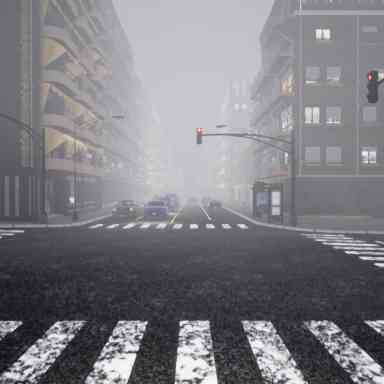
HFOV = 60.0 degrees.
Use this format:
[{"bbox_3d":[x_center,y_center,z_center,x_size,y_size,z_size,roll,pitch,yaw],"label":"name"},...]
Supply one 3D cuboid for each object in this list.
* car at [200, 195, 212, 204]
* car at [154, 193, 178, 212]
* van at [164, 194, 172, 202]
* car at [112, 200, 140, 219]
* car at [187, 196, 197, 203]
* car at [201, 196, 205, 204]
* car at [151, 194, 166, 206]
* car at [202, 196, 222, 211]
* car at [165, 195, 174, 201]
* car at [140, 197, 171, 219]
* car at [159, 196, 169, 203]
[{"bbox_3d":[2.644,1.435,63.035,1.967,1.590,4.097,0,0,0],"label":"car"},{"bbox_3d":[-3.114,1.348,38.913,2.097,1.767,4.553,0,0,0],"label":"car"},{"bbox_3d":[-5.748,1.334,79.951,1.690,1.788,3.998,0,0,0],"label":"van"},{"bbox_3d":[-5.713,1.437,29.202,1.967,1.590,4.097,0,0,0],"label":"car"},{"bbox_3d":[0.051,1.558,69.704,1.994,1.385,4.181,0,0,0],"label":"car"},{"bbox_3d":[2.656,1.540,46.118,1.887,1.381,4.507,0,0,0],"label":"car"},{"bbox_3d":[-5.733,1.310,57.395,2.192,1.841,5.009,0,0,0],"label":"car"},{"bbox_3d":[2.660,1.547,40.480,2.008,1.369,4.403,0,0,0],"label":"car"},{"bbox_3d":[-5.751,1.543,85.590,2.008,1.369,4.403,0,0,0],"label":"car"},{"bbox_3d":[-3.108,1.474,29.285,1.882,1.535,5.008,0,0,-1],"label":"car"},{"bbox_3d":[-5.740,1.520,68.503,1.752,1.417,4.829,0,0,0],"label":"car"}]
